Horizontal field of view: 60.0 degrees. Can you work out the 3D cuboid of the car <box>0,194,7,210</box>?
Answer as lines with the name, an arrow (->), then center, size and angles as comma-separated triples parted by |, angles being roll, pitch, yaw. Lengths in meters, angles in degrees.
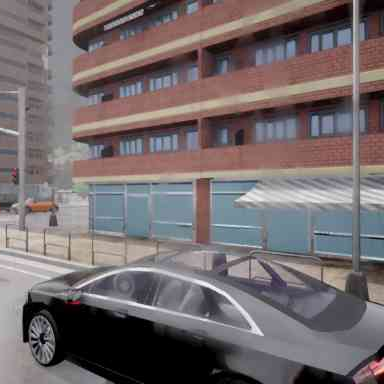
car -> -20.213, 1.221, 35.044 | 2.150, 2.045, 5.566 | 0, 0, 35

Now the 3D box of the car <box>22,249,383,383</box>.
car -> -0.202, 1.491, 4.132 | 4.902, 1.511, 2.128 | 0, 0, 35

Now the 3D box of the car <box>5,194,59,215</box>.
car -> -16.287, 1.352, 34.487 | 2.097, 1.767, 4.553 | 0, 0, 36
